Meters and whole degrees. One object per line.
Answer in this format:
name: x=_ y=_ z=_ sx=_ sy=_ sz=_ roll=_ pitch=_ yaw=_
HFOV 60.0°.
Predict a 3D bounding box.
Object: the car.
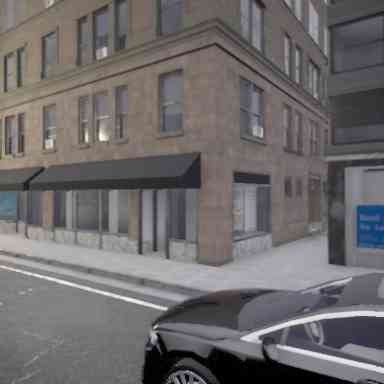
car: x=1.713 y=1.505 z=2.832 sx=4.902 sy=1.511 sz=2.128 roll=0 pitch=0 yaw=35
